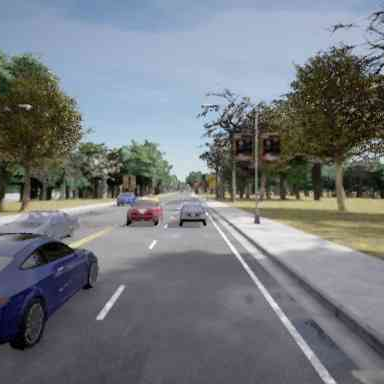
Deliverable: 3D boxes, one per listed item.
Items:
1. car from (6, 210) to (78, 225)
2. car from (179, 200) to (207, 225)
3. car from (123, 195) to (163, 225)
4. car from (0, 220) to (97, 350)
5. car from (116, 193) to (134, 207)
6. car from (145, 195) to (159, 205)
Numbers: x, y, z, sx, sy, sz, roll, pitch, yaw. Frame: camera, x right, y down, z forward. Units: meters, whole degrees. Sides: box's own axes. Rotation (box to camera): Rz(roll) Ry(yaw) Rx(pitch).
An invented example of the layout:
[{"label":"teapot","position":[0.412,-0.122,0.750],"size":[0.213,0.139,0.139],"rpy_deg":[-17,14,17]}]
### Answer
[{"label":"car","position":[-6.625,1.514,14.702],"size":[2.033,1.411,5.357],"rpy_deg":[0,0,0]},{"label":"car","position":[0.045,1.501,23.369],"size":[2.033,1.411,5.357],"rpy_deg":[0,0,-1]},{"label":"car","position":[-3.210,1.306,23.450],"size":[2.097,1.767,4.553],"rpy_deg":[0,0,0]},{"label":"car","position":[-3.157,1.510,6.066],"size":[1.812,1.442,4.674],"rpy_deg":[0,0,0]},{"label":"car","position":[-10.071,1.145,51.353],"size":[2.150,2.045,5.566],"rpy_deg":[0,0,0]},{"label":"car","position":[-6.868,1.397,57.293],"size":[1.882,1.535,5.008],"rpy_deg":[0,0,0]}]
